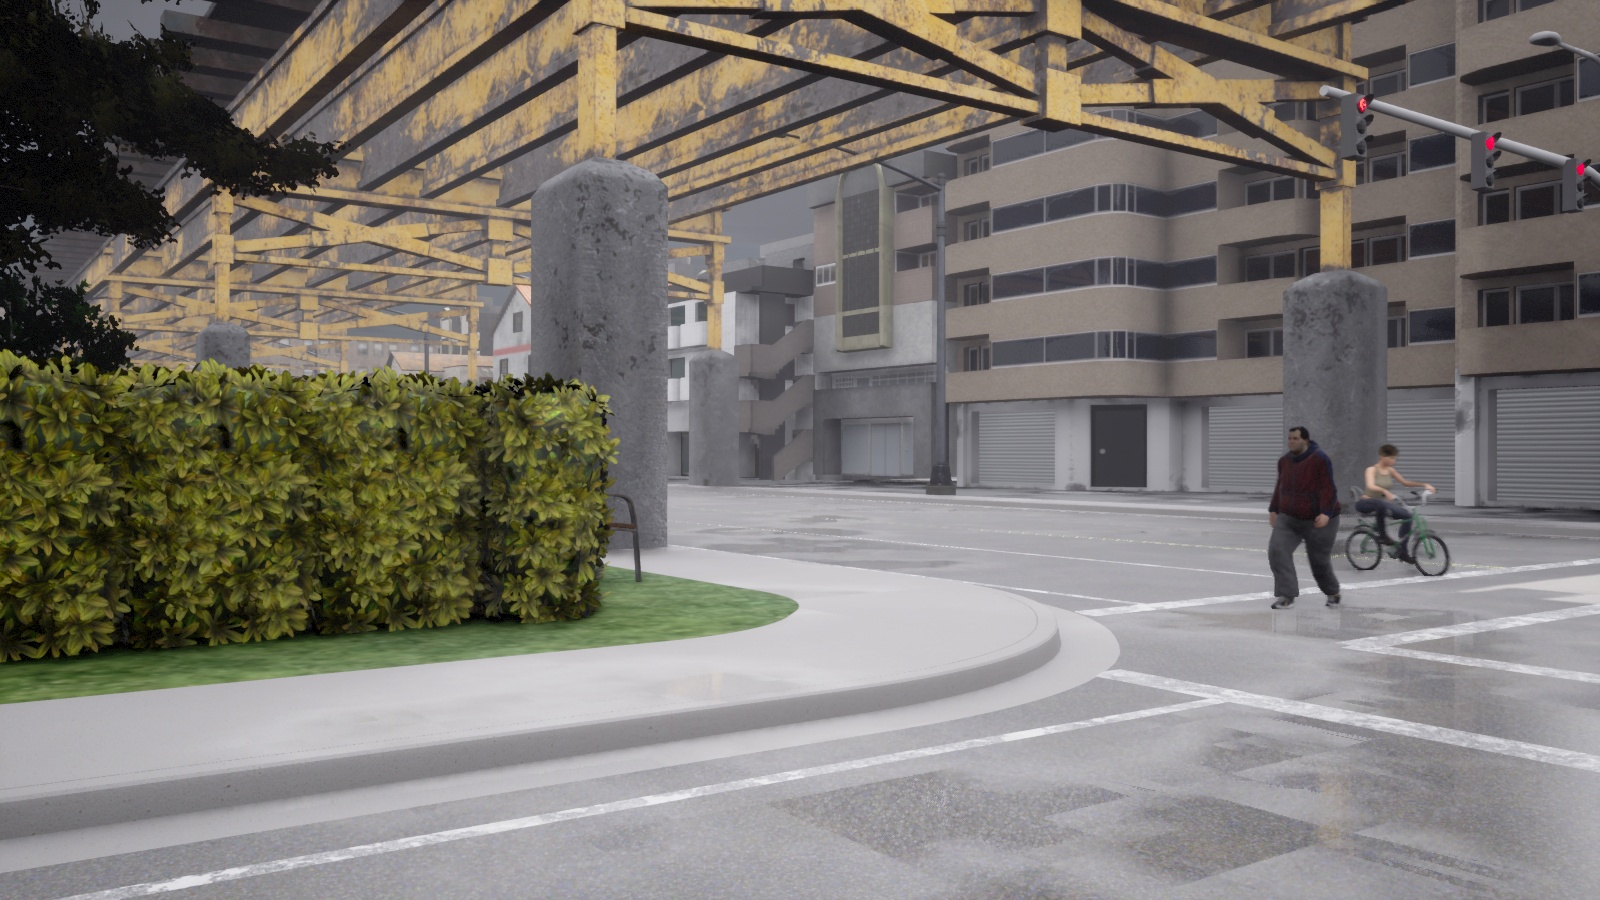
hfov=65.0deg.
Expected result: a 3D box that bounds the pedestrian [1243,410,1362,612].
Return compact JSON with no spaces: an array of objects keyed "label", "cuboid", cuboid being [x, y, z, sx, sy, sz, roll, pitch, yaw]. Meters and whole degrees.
[{"label":"pedestrian","cuboid":[4.782,0.559,11.952,0.899,1.844,0.634,0,0,-31]}]

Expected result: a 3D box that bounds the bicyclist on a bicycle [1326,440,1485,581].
[{"label":"bicyclist on a bicycle","cuboid":[7.425,0.703,15.471,0.866,1.612,1.509,-3,1,-26]}]
